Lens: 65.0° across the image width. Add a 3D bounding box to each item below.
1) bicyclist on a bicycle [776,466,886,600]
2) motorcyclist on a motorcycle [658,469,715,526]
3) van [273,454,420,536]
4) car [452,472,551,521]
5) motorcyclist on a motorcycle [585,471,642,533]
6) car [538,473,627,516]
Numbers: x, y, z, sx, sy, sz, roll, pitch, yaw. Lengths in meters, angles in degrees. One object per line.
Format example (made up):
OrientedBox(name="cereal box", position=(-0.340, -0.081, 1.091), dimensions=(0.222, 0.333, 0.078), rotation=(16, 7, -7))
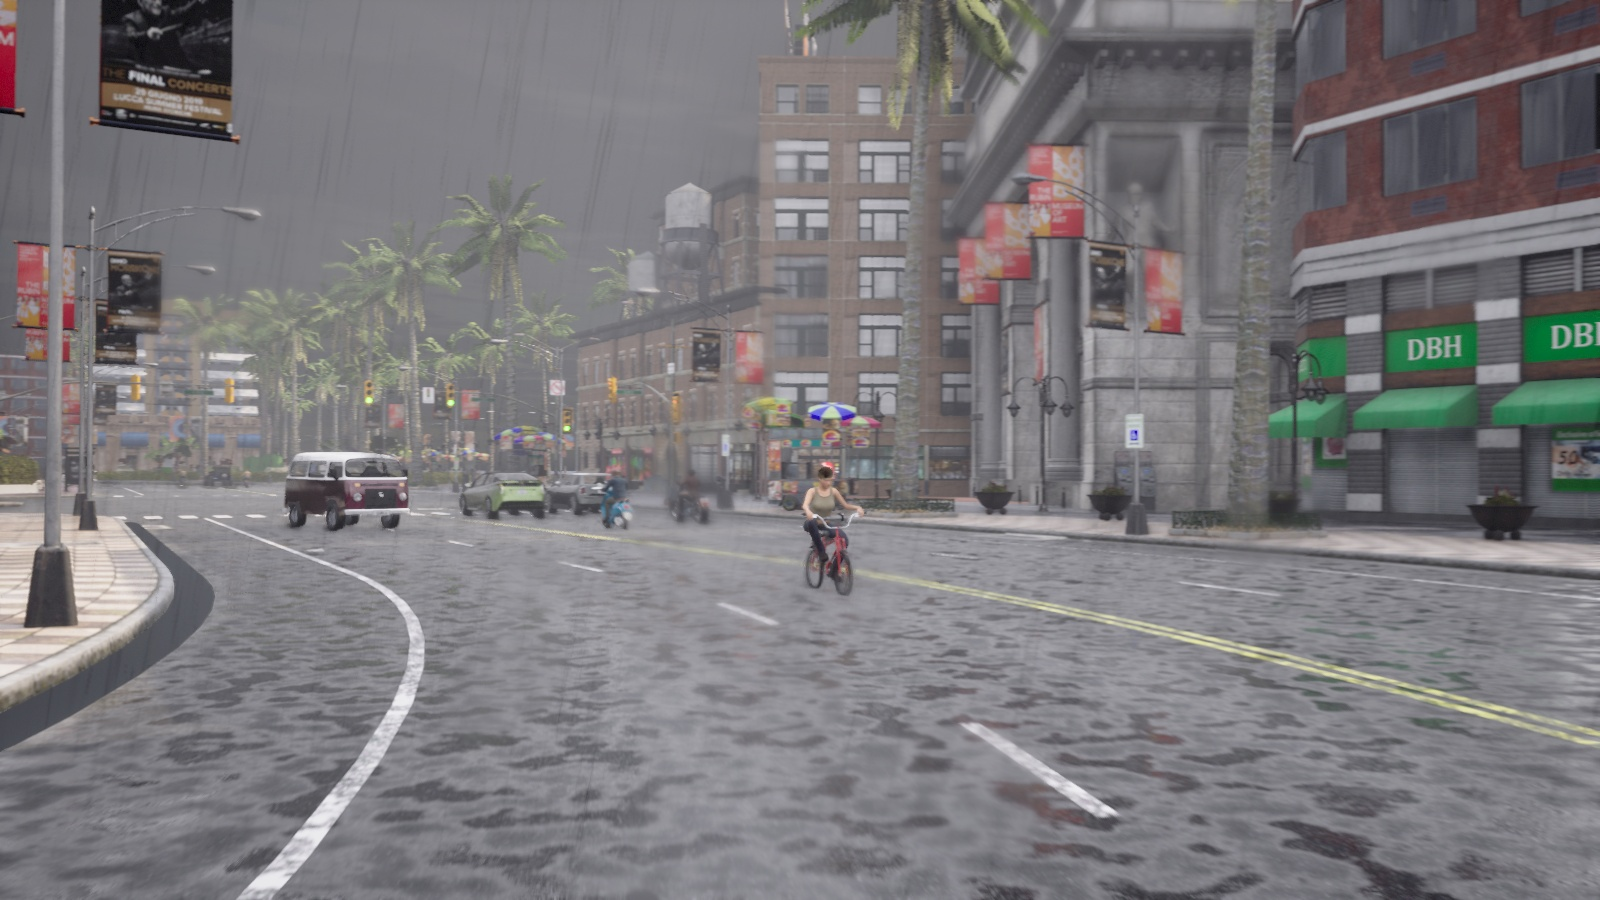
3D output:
OrientedBox(name="bicyclist on a bicycle", position=(0.377, 1.018, 16.048), dimensions=(0.866, 1.612, 1.509), rotation=(0, -1, -21))
OrientedBox(name="motorcyclist on a motorcycle", position=(-3.422, 1.413, 37.601), dimensions=(0.766, 1.649, 2.350), rotation=(0, -1, -30))
OrientedBox(name="van", position=(-12.180, 1.162, 33.553), dimensions=(2.069, 2.038, 4.480), rotation=(1, -1, -44))
OrientedBox(name="car", position=(-10.041, 1.517, 42.024), dimensions=(2.007, 1.525, 4.514), rotation=(0, -1, -30))
OrientedBox(name="motorcyclist on a motorcycle", position=(-4.946, 1.351, 33.259), dimensions=(0.866, 1.590, 1.817), rotation=(0, -1, -30))
OrientedBox(name="car", position=(-7.884, 1.579, 45.273), dimensions=(1.970, 1.475, 3.806), rotation=(0, -1, -30))
